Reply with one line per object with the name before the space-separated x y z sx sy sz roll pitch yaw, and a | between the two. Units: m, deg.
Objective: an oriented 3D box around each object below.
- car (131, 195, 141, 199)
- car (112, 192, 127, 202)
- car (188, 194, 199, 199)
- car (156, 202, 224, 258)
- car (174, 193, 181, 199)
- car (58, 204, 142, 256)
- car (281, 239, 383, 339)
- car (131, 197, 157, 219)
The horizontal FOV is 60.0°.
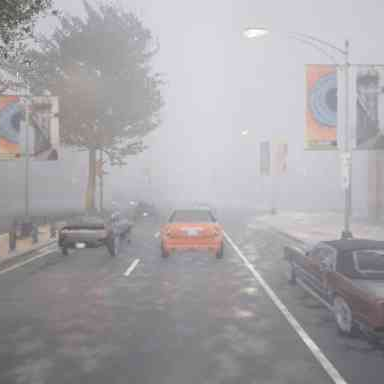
car | -11.606 1.326 69.576 2.128 1.511 4.902 0 0 0
car | -15.105 1.026 69.514 2.150 2.045 5.566 0 0 0
car | 0.525 1.199 92.505 1.994 1.385 4.181 0 0 20
car | 0.022 1.314 12.767 2.097 1.767 4.553 0 0 0
car | -4.045 1.089 92.469 2.033 1.411 5.357 0 0 -9
car | -3.478 1.455 12.855 2.128 1.511 4.902 0 0 0
car | 3.239 1.576 6.566 1.895 1.301 4.718 0 0 0
car | -3.778 1.426 27.856 1.837 1.490 4.892 0 0 -5
